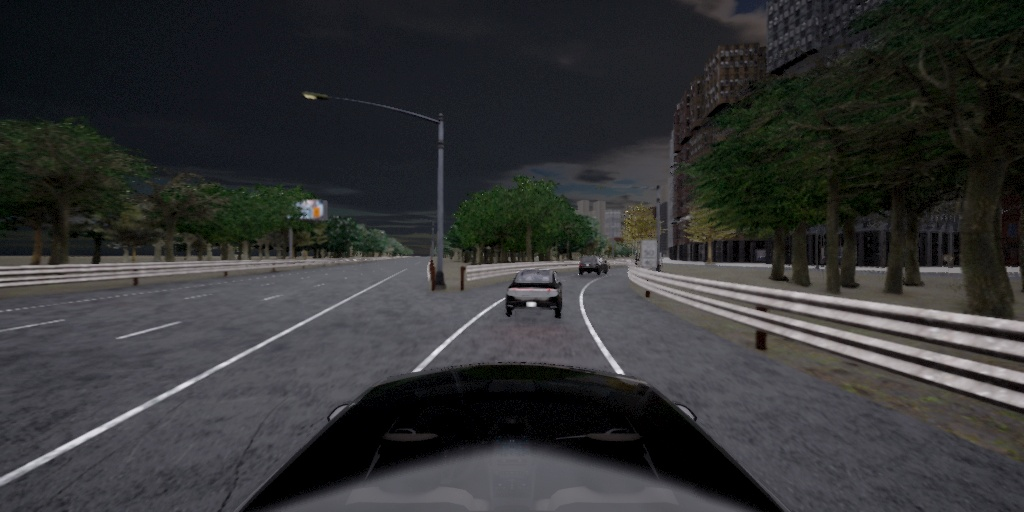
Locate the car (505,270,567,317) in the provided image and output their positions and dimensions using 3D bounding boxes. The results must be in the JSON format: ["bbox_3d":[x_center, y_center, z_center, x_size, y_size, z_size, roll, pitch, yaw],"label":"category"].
[{"bbox_3d":[0.944,1.249,13.247,2.128,1.511,4.902,0,0,8],"label":"car"}]

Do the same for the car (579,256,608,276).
[{"bbox_3d":[8.839,1.031,38.674,2.150,2.045,5.566,0,0,26],"label":"car"}]
